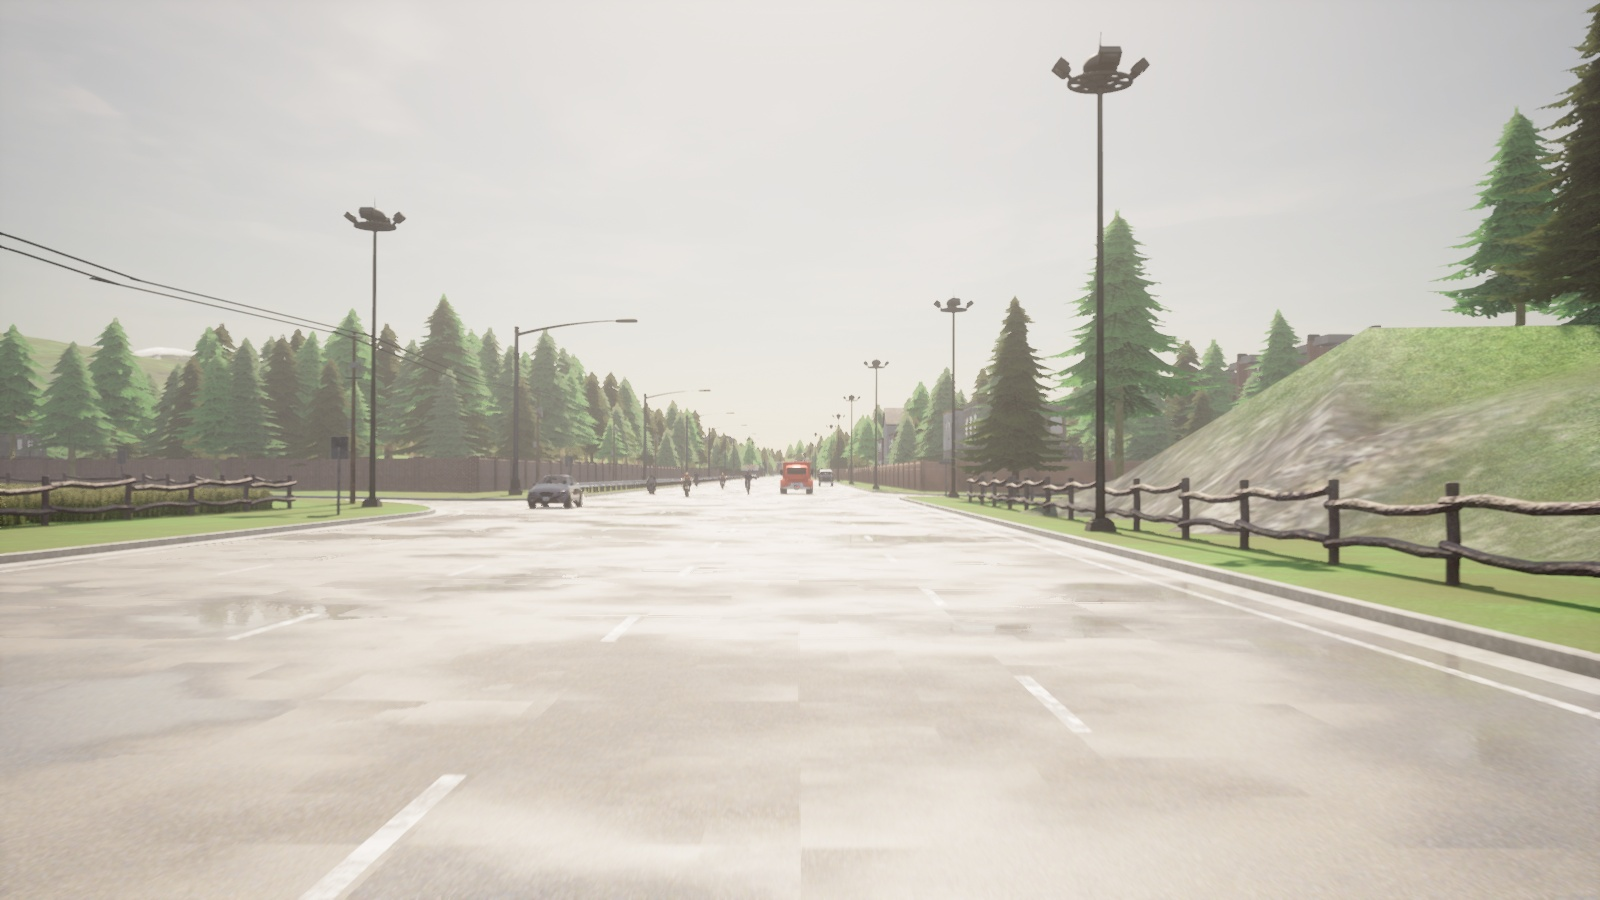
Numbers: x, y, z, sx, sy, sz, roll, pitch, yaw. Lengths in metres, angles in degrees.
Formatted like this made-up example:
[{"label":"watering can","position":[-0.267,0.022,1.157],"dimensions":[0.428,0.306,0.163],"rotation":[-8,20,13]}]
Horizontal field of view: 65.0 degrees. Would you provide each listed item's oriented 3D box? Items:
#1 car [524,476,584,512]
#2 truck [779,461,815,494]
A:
[{"label":"car","position":[-10.635,1.875,54.557],"dimensions":[1.816,1.474,4.193],"rotation":[0,-1,0]},{"label":"truck","position":[-0.238,2.091,95.792],"dimensions":[2.627,2.467,5.204],"rotation":[0,-1,0]}]
